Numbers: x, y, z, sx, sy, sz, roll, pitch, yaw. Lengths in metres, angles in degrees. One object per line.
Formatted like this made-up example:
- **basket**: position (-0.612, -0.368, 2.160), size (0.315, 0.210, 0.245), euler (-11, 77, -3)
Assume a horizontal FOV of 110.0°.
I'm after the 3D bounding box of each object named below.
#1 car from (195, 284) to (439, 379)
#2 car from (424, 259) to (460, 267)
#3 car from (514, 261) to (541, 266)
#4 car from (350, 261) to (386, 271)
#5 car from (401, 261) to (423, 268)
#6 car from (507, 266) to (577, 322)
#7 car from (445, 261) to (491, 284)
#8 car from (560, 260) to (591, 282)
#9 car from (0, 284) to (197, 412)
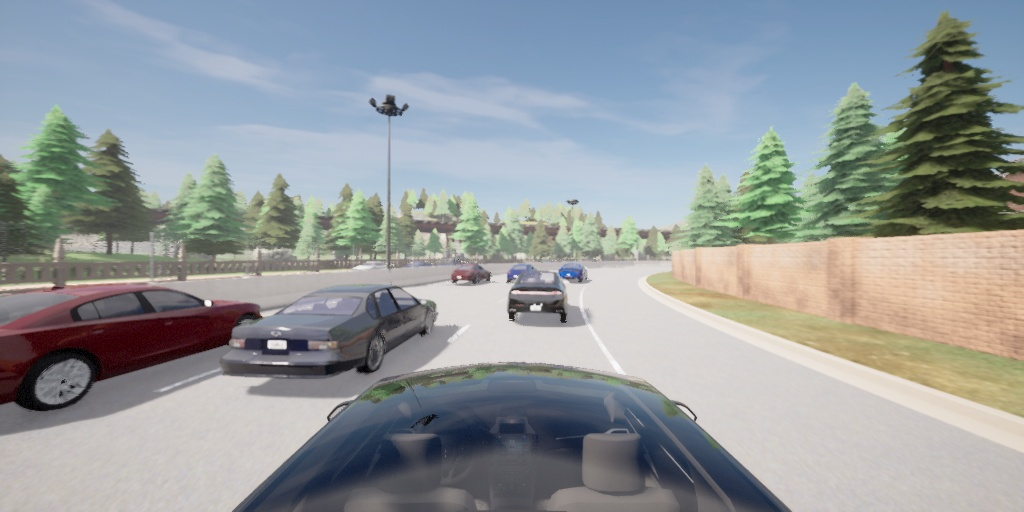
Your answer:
- **car**: position (-3.112, 1.297, 7.540), size (2.033, 1.411, 5.357), euler (0, 0, 4)
- **car**: position (-6.867, 1.160, 38.257), size (2.097, 1.767, 4.553), euler (0, 0, 22)
- **car**: position (0.947, 1.346, 28.396), size (1.812, 1.442, 4.674), euler (0, 0, 17)
- **car**: position (-14.671, 1.295, 37.396), size (1.812, 1.442, 4.674), euler (0, 0, 20)
- **car**: position (-10.345, 1.319, 39.001), size (1.812, 1.442, 4.674), euler (0, 0, 21)
- **car**: position (0.981, 1.273, 12.550), size (2.128, 1.511, 4.902), euler (0, 0, 7)
- **car**: position (-3.050, 1.325, 27.221), size (1.812, 1.442, 4.674), euler (0, 0, 16)
- **car**: position (5.161, 1.322, 30.038), size (1.882, 1.535, 5.008), euler (0, 0, 19)
- **car**: position (-6.650, 1.207, 6.100), size (1.882, 1.535, 5.008), euler (0, 0, 2)
